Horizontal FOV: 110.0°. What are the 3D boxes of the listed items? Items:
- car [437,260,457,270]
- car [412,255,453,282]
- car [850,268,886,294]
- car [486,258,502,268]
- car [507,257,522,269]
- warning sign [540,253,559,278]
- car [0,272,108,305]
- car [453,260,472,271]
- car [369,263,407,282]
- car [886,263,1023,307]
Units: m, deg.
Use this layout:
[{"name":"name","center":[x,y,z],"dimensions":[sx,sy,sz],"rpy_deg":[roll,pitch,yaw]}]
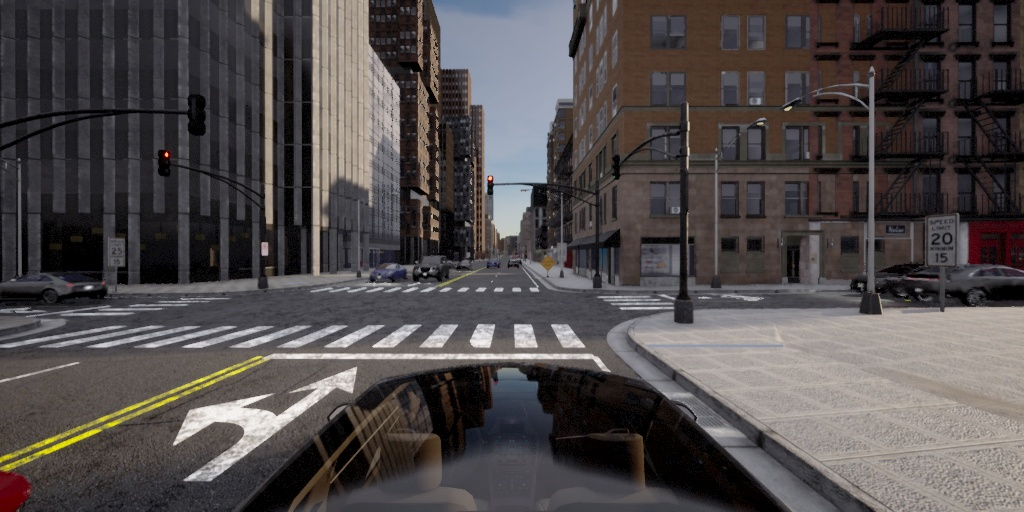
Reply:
[{"name":"car","center":[-9.693,1.307,53.993],"dimensions":[2.033,1.411,5.357],"rpy_deg":[0,0,0]},{"name":"car","center":[-6.546,0.965,29.487],"dimensions":[2.150,2.045,5.566],"rpy_deg":[0,1,-1]},{"name":"car","center":[18.205,1.076,16.223],"dimensions":[4.892,1.490,1.837],"rpy_deg":[-1,0,0]},{"name":"car","center":[-3.050,1.114,59.502],"dimensions":[2.097,1.767,4.553],"rpy_deg":[0,0,1]},{"name":"car","center":[0.193,1.267,58.752],"dimensions":[1.837,1.490,4.892],"rpy_deg":[0,0,0]},{"name":"warning sign","center":[2.917,0.867,29.148],"dimensions":[1.300,1.860,1.060],"rpy_deg":[0,0,0]},{"name":"car","center":[-21.664,1.459,16.696],"dimensions":[4.181,1.385,1.994],"rpy_deg":[-1,0,1]},{"name":"car","center":[-6.474,1.261,48.598],"dimensions":[1.837,1.490,4.892],"rpy_deg":[0,0,0]},{"name":"car","center":[-9.784,1.278,28.741],"dimensions":[1.812,1.442,4.674],"rpy_deg":[0,1,0]},{"name":"car","center":[17.808,1.075,13.543],"dimensions":[4.902,1.511,2.128],"rpy_deg":[0,0,1]}]
